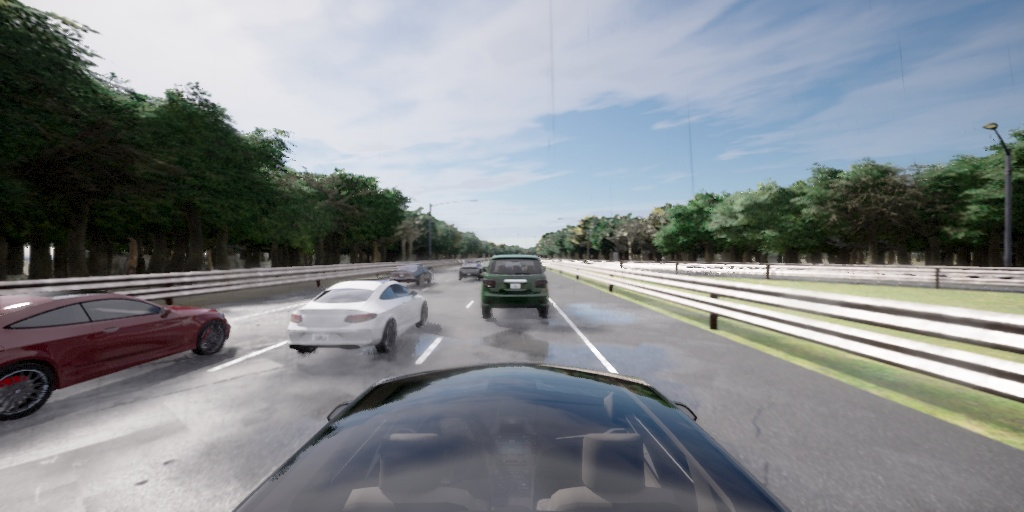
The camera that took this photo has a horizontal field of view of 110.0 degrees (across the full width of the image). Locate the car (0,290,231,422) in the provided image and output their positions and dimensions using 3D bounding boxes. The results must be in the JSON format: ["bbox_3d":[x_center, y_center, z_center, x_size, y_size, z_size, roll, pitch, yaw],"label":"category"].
[{"bbox_3d":[-6.902,1.271,5.663,1.812,1.442,4.674,0,0,0],"label":"car"}]

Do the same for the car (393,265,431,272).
[{"bbox_3d":[-6.908,1.302,24.986,2.033,1.411,5.357,0,-1,0],"label":"car"}]

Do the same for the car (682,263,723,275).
[{"bbox_3d":[23.370,1.520,44.385,2.033,1.411,5.357,0,0,-21],"label":"car"}]

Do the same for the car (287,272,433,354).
[{"bbox_3d":[-3.399,1.279,8.675,1.812,1.442,4.674,0,0,0],"label":"car"}]

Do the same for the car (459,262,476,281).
[{"bbox_3d":[-3.396,1.274,30.867,2.128,1.511,4.902,0,0,0],"label":"car"}]

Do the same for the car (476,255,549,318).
[{"bbox_3d":[0.102,0.978,13.188,2.150,2.045,5.566,0,0,0],"label":"car"}]
